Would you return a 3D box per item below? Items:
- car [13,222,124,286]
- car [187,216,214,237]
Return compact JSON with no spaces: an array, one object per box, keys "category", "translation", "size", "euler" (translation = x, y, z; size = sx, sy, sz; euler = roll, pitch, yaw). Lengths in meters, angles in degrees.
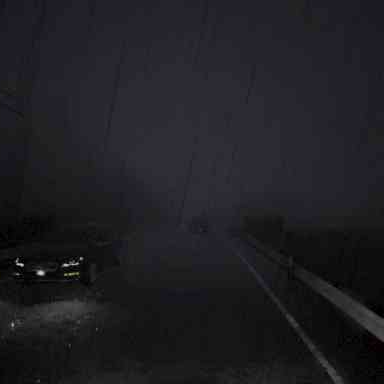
[{"category":"car","translation":[-3.380,1.715,10.036],"size":[1.837,1.490,4.892],"euler":[0,-3,2]},{"category":"car","translation":[0.641,2.636,25.771],"size":[2.128,1.511,4.902],"euler":[0,-4,2]}]
